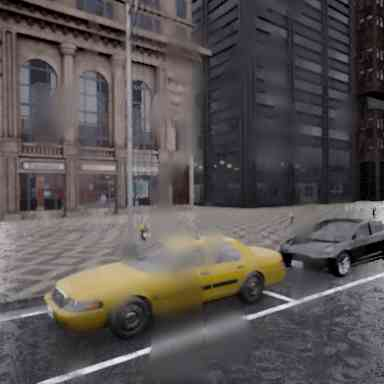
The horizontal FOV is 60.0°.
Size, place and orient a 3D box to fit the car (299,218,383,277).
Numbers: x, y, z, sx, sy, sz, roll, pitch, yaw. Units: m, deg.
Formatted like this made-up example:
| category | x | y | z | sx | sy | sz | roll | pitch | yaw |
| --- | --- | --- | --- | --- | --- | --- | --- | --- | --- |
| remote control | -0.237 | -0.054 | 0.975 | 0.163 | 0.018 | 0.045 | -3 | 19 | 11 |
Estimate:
| category | x | y | z | sx | sy | sz | roll | pitch | yaw |
| --- | --- | --- | --- | --- | --- | --- | --- | --- | --- |
| car | 4.502 | 1.470 | 9.901 | 4.313 | 1.339 | 1.947 | -1 | 0 | -36 |

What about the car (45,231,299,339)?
| category | x | y | z | sx | sy | sz | roll | pitch | yaw |
| --- | --- | --- | --- | --- | --- | --- | --- | --- | --- |
| car | -0.218 | 1.488 | 6.510 | 4.829 | 1.417 | 1.752 | -1 | 0 | -36 |
